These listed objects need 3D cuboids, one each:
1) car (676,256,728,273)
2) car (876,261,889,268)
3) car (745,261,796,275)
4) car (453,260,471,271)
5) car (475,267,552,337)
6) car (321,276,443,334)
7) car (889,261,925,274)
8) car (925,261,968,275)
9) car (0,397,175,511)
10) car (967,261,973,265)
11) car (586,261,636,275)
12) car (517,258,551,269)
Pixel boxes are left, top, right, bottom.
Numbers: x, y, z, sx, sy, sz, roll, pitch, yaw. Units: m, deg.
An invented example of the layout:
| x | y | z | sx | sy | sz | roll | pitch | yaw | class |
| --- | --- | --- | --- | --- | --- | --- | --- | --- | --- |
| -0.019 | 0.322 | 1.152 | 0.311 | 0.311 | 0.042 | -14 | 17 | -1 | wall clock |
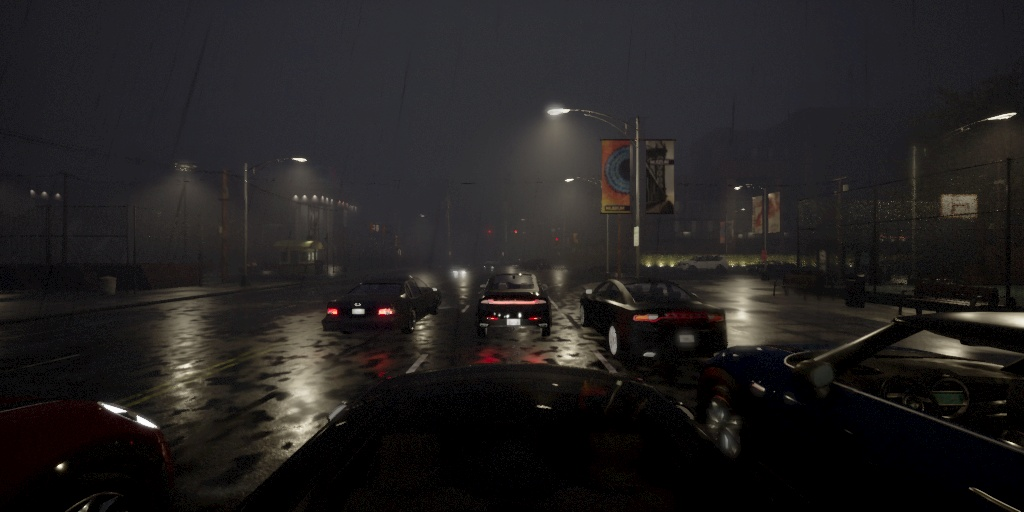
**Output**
| x | y | z | sx | sy | sz | roll | pitch | yaw | class |
| --- | --- | --- | --- | --- | --- | --- | --- | --- | --- |
| 22.642 | 0.971 | 42.688 | 5.566 | 2.045 | 2.150 | 0 | 0 | 0 | car |
| 43.847 | 1.275 | 42.794 | 4.674 | 1.442 | 1.812 | 0 | 0 | 0 | car |
| 28.197 | 1.241 | 39.229 | 4.902 | 1.511 | 2.128 | 0 | 0 | 0 | car |
| -6.971 | 1.241 | 50.157 | 2.128 | 1.511 | 4.902 | 0 | 0 | 2 | car |
| 0.054 | 1.242 | 10.321 | 2.128 | 1.511 | 4.902 | 0 | 0 | 0 | car |
| -3.443 | 1.297 | 10.584 | 2.033 | 1.411 | 5.357 | 0 | 0 | 0 | car |
| 45.129 | 1.232 | 39.295 | 5.008 | 1.535 | 1.882 | 0 | 0 | -1 | car |
| 45.162 | 1.241 | 35.795 | 4.902 | 1.511 | 2.128 | 0 | 0 | -1 | car |
| -3.403 | 1.102 | 0.579 | 2.097 | 1.767 | 4.553 | 0 | 0 | 0 | car |
| 45.195 | 1.297 | 32.295 | 5.357 | 1.411 | 2.033 | 0 | 0 | -1 | car |
| 10.908 | 1.297 | 39.401 | 5.357 | 1.411 | 2.033 | 0 | 0 | 6 | car |
| 3.184 | 1.102 | 48.347 | 2.097 | 1.767 | 4.553 | 0 | 0 | -37 | car |
